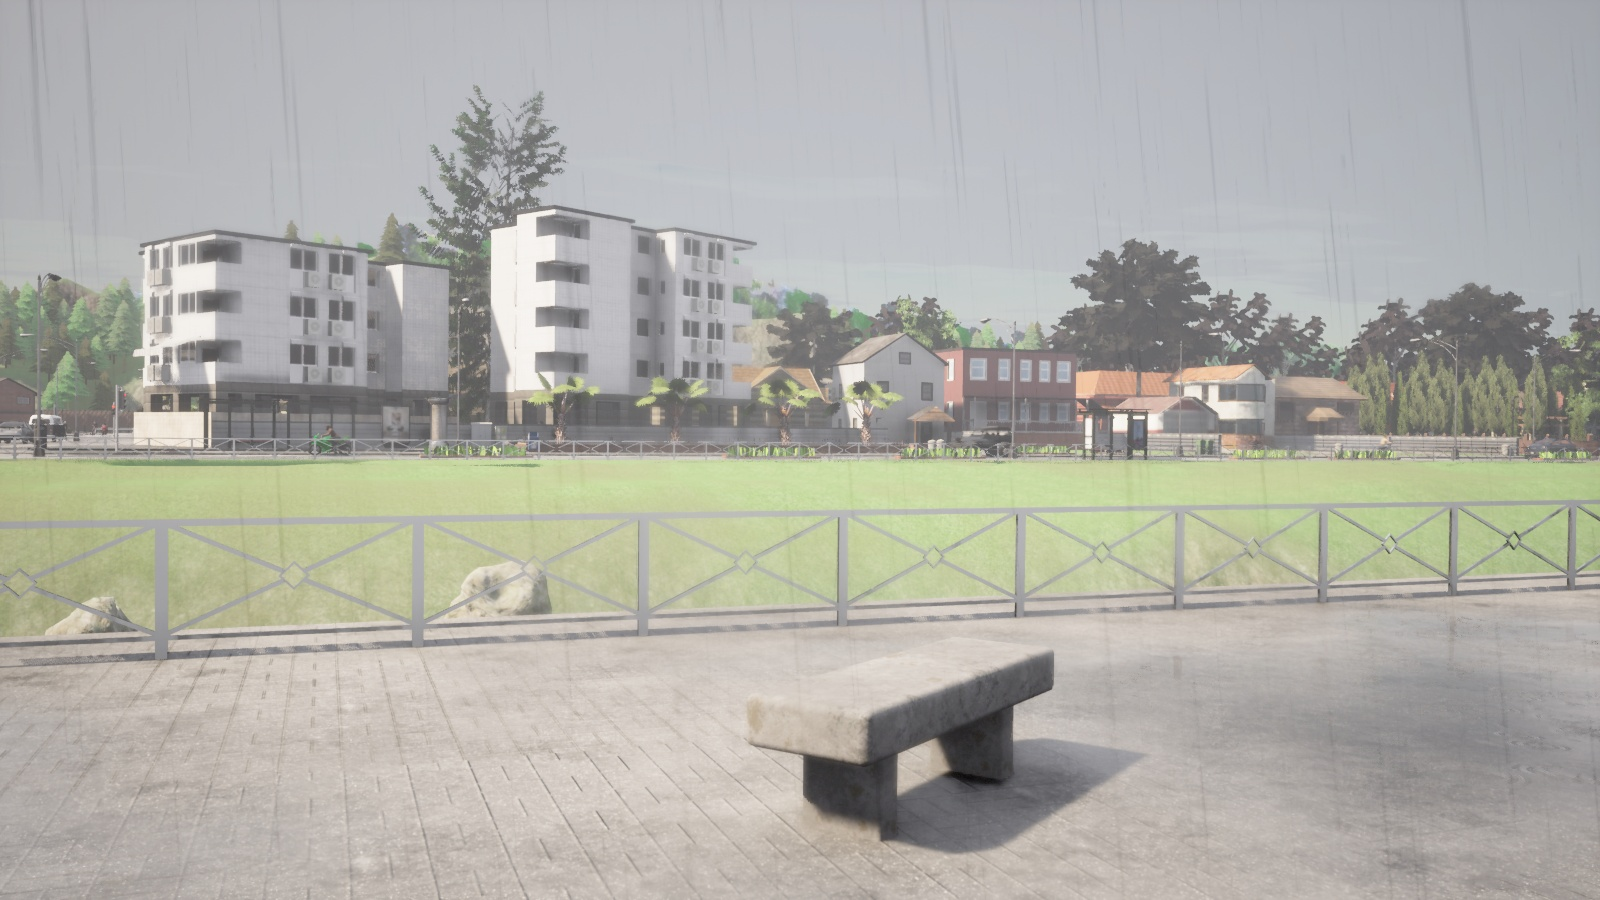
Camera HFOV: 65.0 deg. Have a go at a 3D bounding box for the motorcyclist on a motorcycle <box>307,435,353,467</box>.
[{"bbox_3d":[-22.863,0.033,61.111,2.044,1.523,0.797,-1,1,-21],"label":"motorcyclist on a motorcycle"}]

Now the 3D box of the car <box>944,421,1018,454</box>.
[{"bbox_3d":[10.645,-0.722,73.823,3.866,1.878,1.905,-1,1,-21],"label":"car"}]
